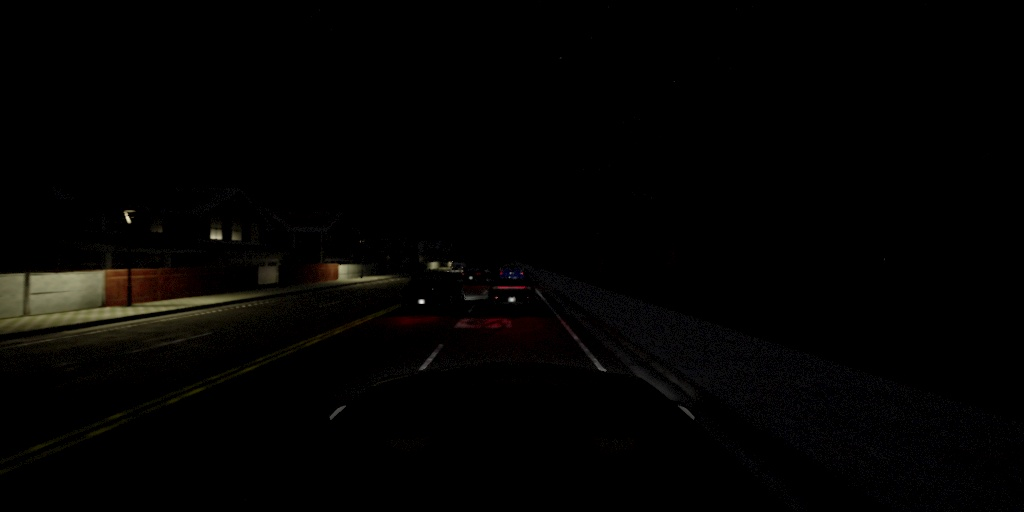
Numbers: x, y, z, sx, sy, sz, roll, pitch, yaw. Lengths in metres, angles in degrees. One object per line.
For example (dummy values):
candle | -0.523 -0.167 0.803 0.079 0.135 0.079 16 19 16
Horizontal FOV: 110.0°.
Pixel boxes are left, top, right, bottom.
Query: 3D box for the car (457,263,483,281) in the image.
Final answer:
car | -3.256 1.578 30.737 1.812 1.442 4.674 0 0 0

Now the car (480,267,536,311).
car | 0.007 1.385 15.350 2.128 1.511 4.902 0 0 0

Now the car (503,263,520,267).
car | -0.009 1.399 30.266 2.097 1.767 4.553 0 -1 0

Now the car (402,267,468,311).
car | -3.243 1.399 15.340 1.837 1.490 4.892 0 0 0
